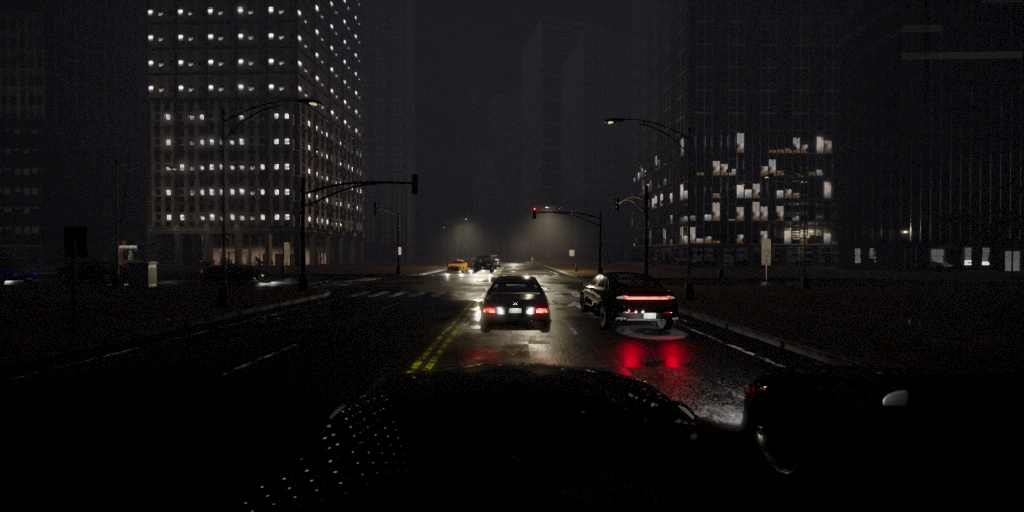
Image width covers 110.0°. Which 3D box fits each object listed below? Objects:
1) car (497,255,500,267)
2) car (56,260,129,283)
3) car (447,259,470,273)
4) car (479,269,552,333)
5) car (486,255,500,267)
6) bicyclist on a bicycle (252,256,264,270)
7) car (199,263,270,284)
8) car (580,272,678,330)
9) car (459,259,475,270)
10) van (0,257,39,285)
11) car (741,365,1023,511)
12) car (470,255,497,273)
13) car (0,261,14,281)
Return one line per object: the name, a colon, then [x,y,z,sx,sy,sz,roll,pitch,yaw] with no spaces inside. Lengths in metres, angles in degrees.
car: [-3.276,1.048,52.878,2.097,1.767,4.553,0,0,0]
car: [-30.047,1.093,26.155,5.008,1.535,1.882,0,0,2]
car: [-6.540,1.193,43.248,1.882,1.535,5.008,0,0,0]
car: [0.111,1.294,10.713,2.033,1.411,5.357,0,0,1]
car: [-3.253,0.896,63.106,2.150,2.045,5.566,0,0,0]
bicyclist on a bicycle: [-24.659,0.867,34.749,0.582,1.620,1.656,0,1,1]
car: [-19.955,1.227,25.889,4.181,1.385,1.994,0,0,1]
car: [3.359,1.238,11.125,2.128,1.511,4.902,0,0,0]
car: [-6.526,1.223,52.660,1.812,1.442,4.674,0,0,0]
van: [-33.905,0.959,23.672,3.998,1.789,1.690,0,0,2]
car: [3.354,1.314,1.969,1.994,1.385,4.181,0,0,0]
car: [-3.291,0.937,42.924,2.150,2.045,5.566,0,0,0]
car: [-40.289,1.092,26.442,4.674,1.442,1.812,0,0,2]
